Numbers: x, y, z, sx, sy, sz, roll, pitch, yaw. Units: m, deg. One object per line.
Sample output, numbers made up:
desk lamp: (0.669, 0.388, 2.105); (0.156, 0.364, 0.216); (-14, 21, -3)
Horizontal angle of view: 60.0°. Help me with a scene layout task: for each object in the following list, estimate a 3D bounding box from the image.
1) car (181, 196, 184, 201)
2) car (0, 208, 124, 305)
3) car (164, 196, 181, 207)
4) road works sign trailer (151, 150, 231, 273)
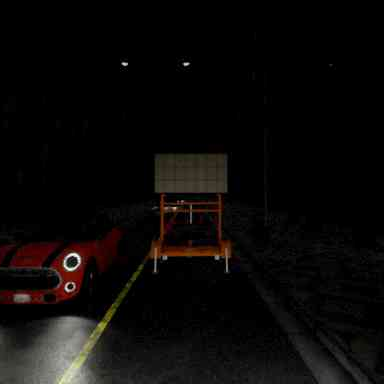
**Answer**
car: (-3.287, 1.786, 93.630); (1.994, 1.385, 4.181); (0, 0, 0)
car: (-3.124, 1.354, 8.337); (2.097, 1.767, 4.553); (0, 0, 0)
car: (-3.253, 1.605, 51.322); (2.033, 1.411, 5.357); (0, 0, 0)
road works sign trailer: (-0.029, 0.467, 10.668); (2.380, 3.560, 2.880); (0, 0, 0)
